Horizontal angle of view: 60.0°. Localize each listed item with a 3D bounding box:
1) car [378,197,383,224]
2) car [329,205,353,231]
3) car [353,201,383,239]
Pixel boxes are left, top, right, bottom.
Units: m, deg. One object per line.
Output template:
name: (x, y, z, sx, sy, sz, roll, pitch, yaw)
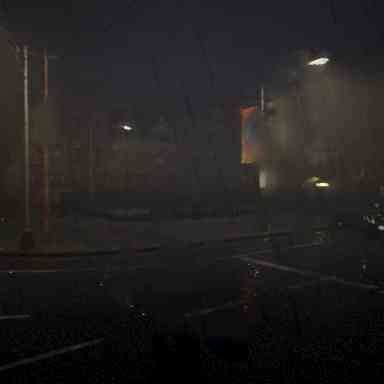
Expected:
car: (14.845, 1.201, 22.484, 4.553, 1.767, 2.185, 0, 0, -36)
car: (9.695, 1.366, 18.641, 5.008, 1.535, 2.097, 0, 0, -36)
car: (10.103, 1.117, 15.451, 5.566, 2.045, 2.150, 0, 0, -36)
